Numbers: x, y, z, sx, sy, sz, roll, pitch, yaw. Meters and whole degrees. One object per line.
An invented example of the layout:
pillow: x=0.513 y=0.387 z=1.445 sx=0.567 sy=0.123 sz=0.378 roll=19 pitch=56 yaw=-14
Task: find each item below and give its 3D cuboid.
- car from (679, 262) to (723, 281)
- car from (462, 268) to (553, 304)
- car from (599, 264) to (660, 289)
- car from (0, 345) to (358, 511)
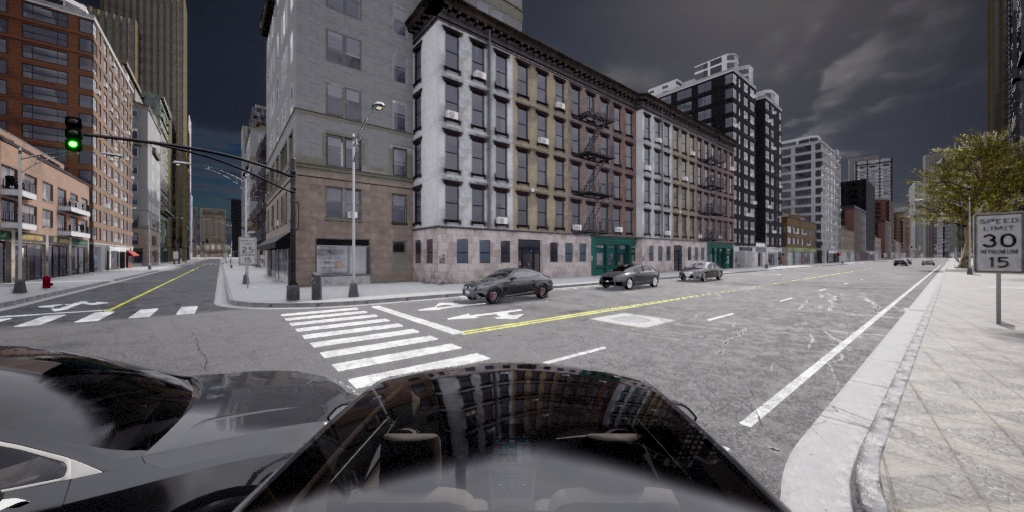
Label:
car: x=15.576 y=1.236 z=29.462 sx=4.902 sy=1.511 sz=2.128 roll=0 pitch=0 yaw=-39
car: x=-0.087 y=1.286 z=16.720 sx=4.674 sy=1.442 sz=1.812 roll=0 pitch=0 yaw=-39
car: x=7.586 y=1.258 z=22.968 sx=4.892 sy=1.490 sz=1.837 roll=0 pitch=0 yaw=-39
car: x=-3.227 y=1.257 z=1.739 sx=4.892 sy=1.490 sz=1.837 roll=0 pitch=0 yaw=-35
